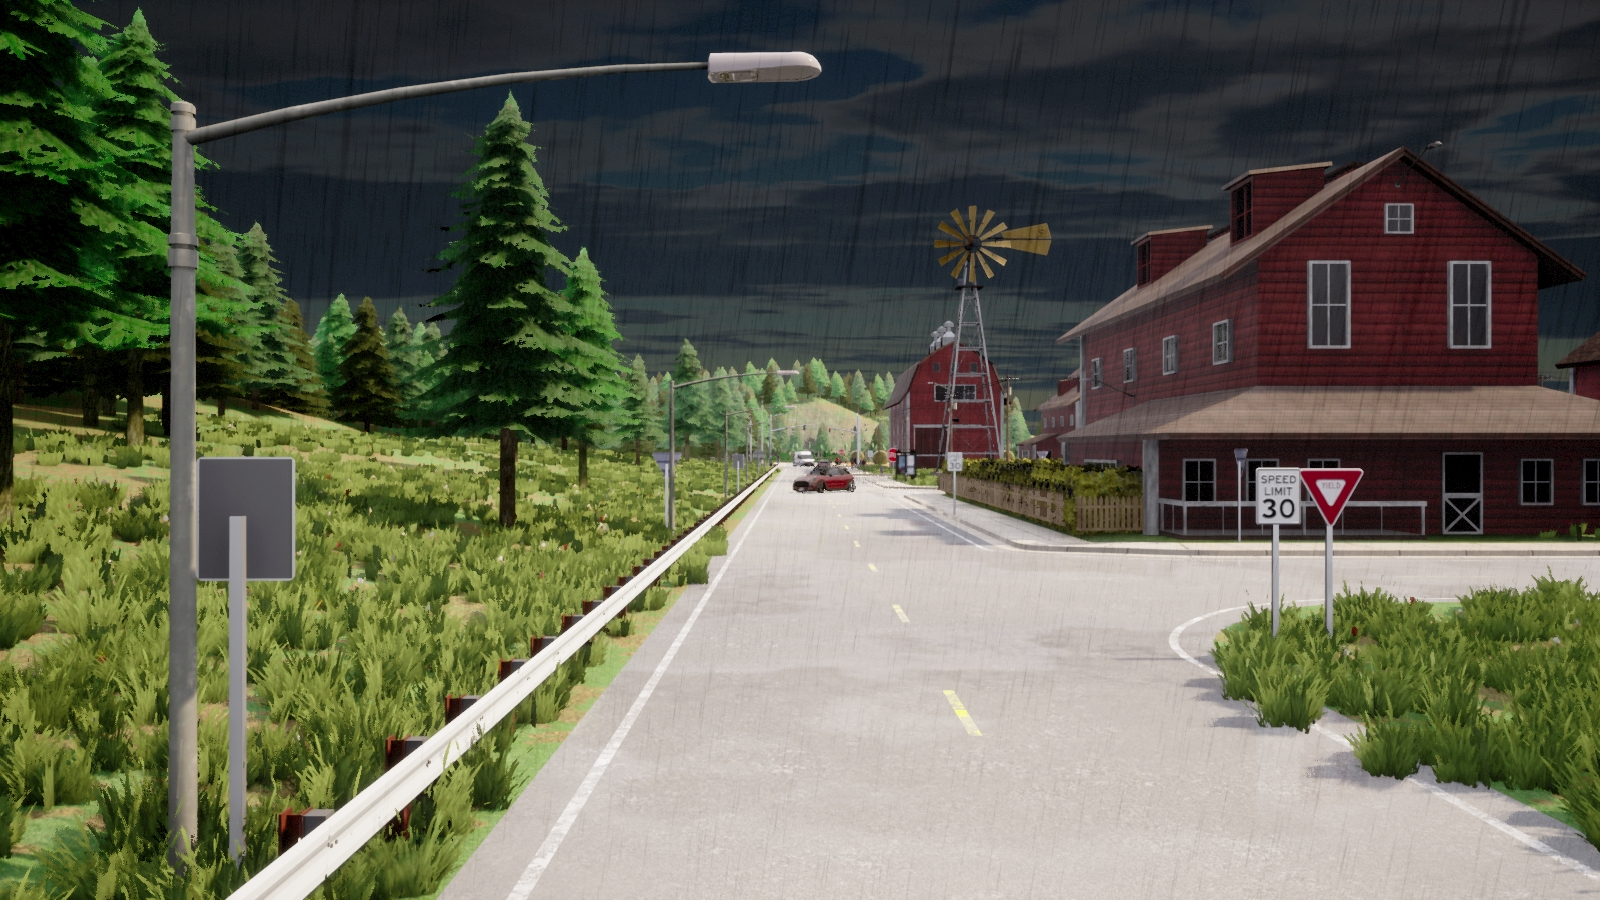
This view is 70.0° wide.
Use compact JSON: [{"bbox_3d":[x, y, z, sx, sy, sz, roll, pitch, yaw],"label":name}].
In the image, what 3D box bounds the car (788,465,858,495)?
[{"bbox_3d":[1.528,1.906,73.944,2.097,1.767,4.553,0,0,41],"label":"car"}]
